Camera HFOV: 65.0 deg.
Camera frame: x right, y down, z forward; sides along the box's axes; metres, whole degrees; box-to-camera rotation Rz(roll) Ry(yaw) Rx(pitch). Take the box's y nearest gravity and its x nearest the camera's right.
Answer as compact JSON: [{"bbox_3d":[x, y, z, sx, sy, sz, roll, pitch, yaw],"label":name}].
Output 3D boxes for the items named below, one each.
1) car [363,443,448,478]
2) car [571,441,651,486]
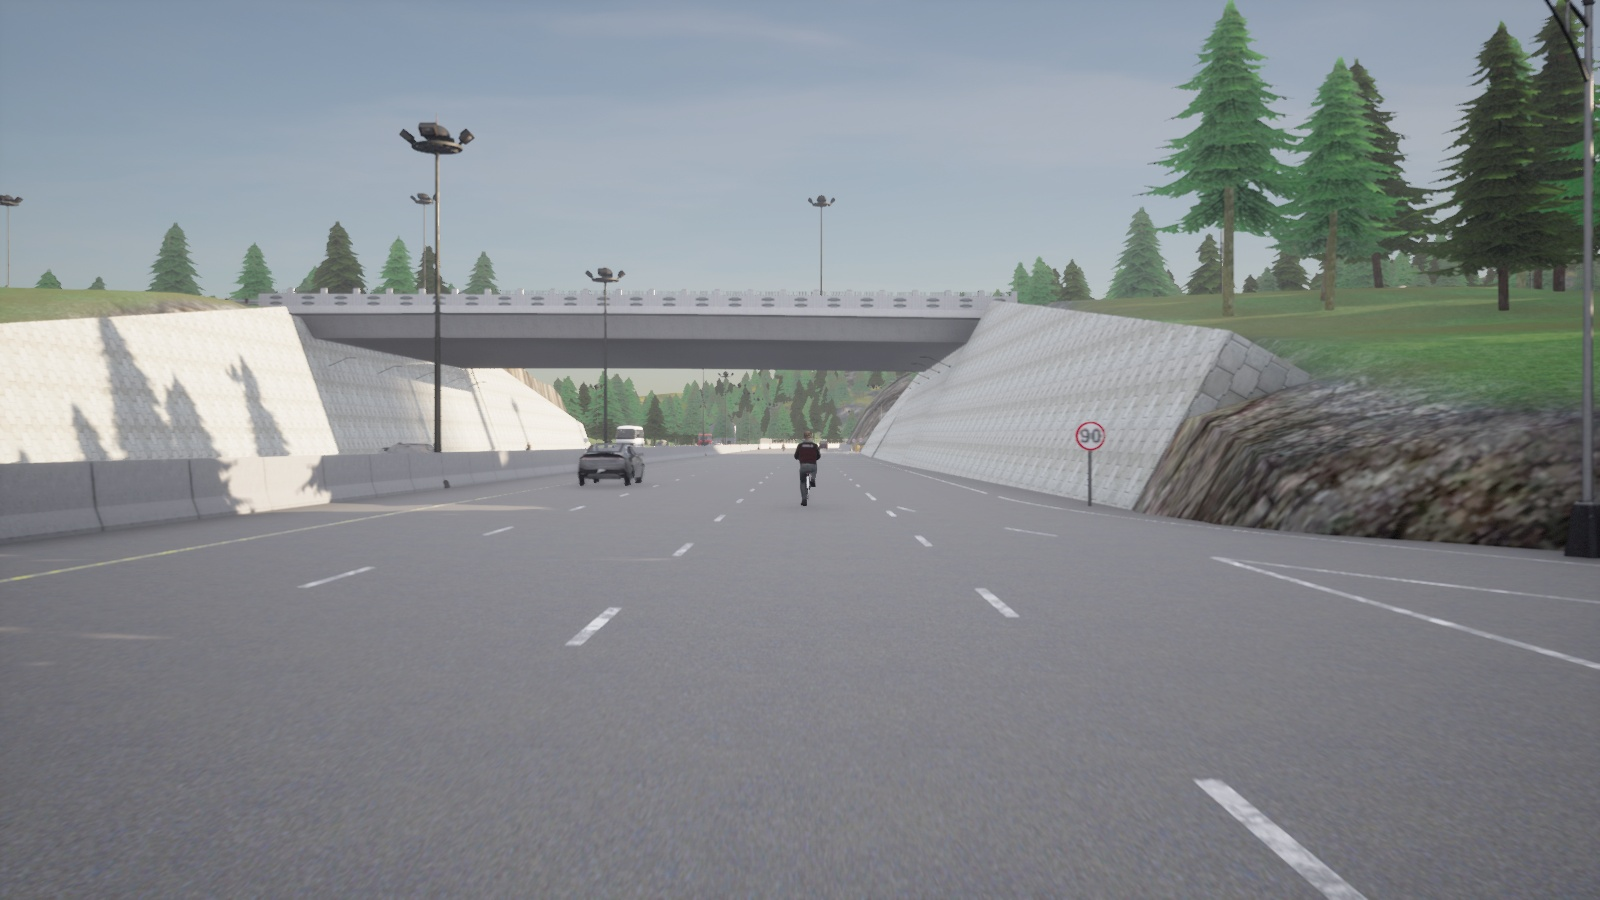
[{"bbox_3d":[-17.172,0.423,54.928,2.163,1.488,4.792,0,0,0],"label":"car"},{"bbox_3d":[-6.728,0.443,45.161,2.128,1.511,4.902,0,0,0],"label":"car"}]
